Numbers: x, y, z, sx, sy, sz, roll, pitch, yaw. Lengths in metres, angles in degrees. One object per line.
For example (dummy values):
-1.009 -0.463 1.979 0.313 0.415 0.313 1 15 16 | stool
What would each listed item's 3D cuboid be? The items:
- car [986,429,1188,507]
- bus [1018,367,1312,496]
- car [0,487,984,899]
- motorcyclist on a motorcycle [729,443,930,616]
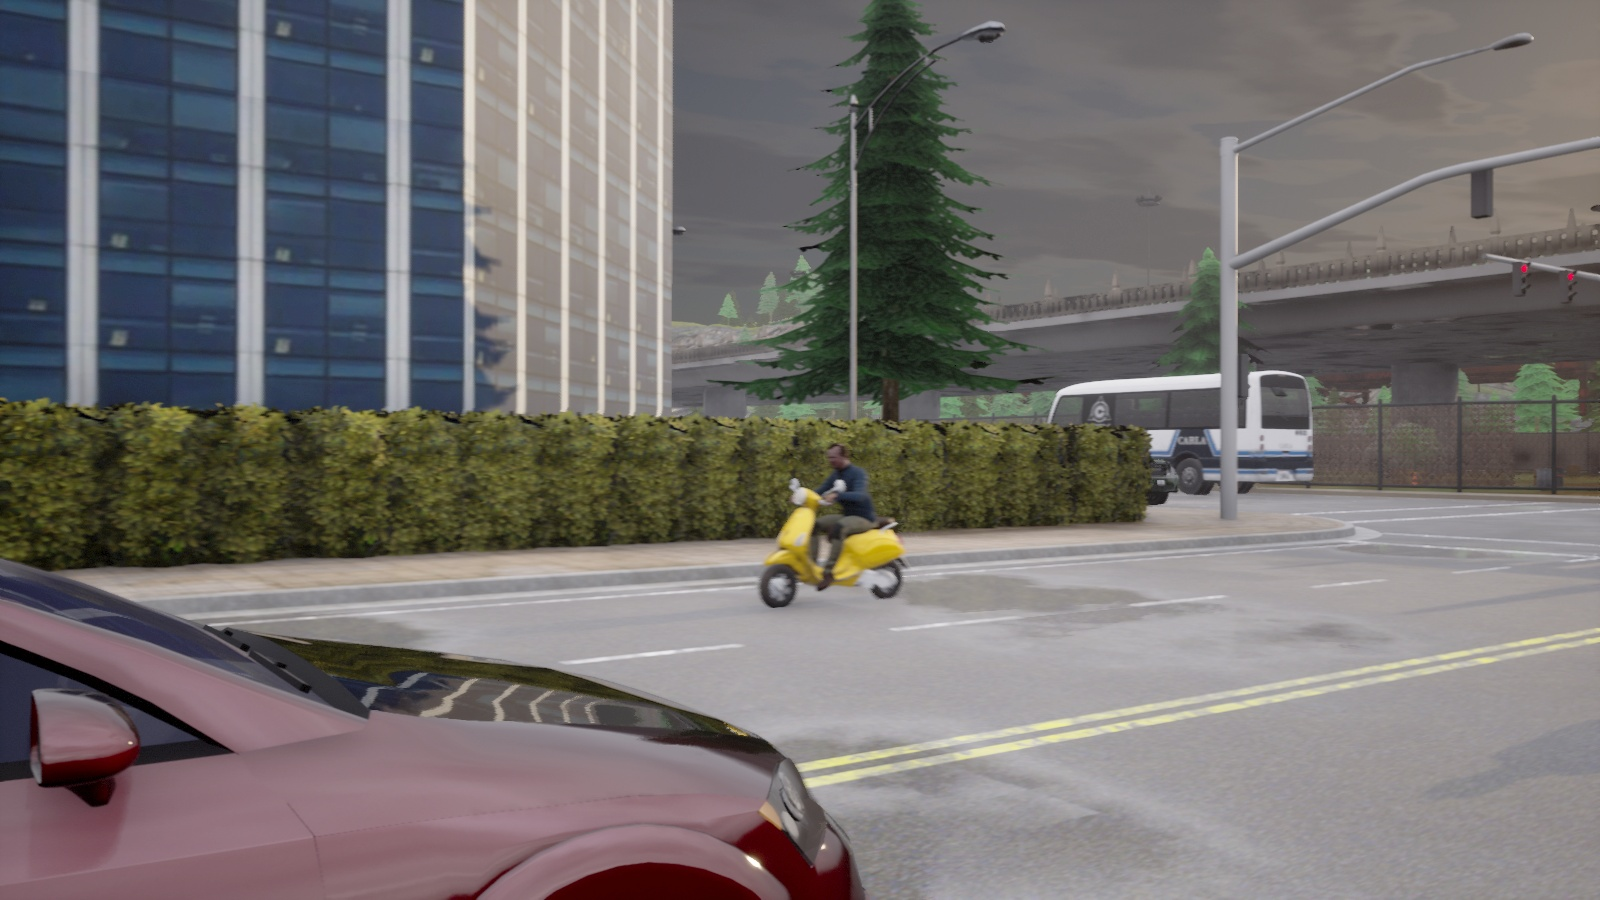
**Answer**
8.009 0.479 35.627 2.150 2.045 5.566 0 0 -35 | car
13.176 -0.601 46.605 3.944 4.253 10.273 0 0 -35 | bus
-1.886 0.819 2.346 4.181 1.385 1.994 0 0 -35 | car
0.305 0.728 12.400 1.817 1.590 0.866 0 0 -35 | motorcyclist on a motorcycle
